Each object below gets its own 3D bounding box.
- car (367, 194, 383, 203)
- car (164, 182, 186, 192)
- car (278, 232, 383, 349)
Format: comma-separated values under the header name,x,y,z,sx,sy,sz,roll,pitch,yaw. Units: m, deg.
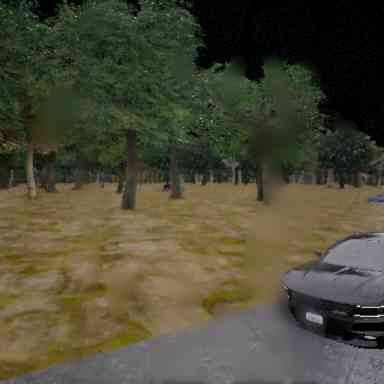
name,x,y,z,sx,sy,sz,roll,pitch,yaw
car,28.831,0.994,48.910,5.357,1.411,2.033,3,1,37
car,-3.857,-1.180,74.149,5.566,2.045,2.150,3,1,38
car,3.663,1.558,6.407,5.008,1.535,1.882,1,0,-40
